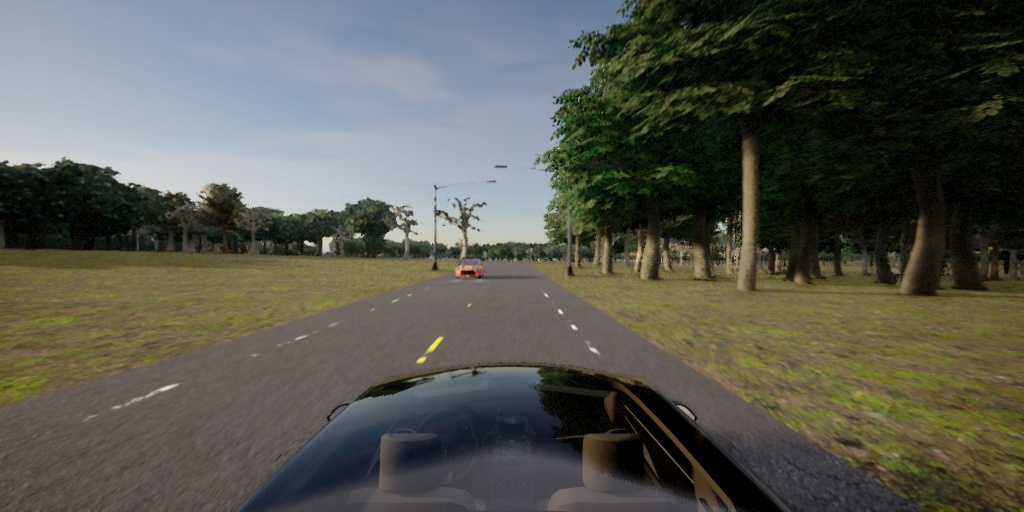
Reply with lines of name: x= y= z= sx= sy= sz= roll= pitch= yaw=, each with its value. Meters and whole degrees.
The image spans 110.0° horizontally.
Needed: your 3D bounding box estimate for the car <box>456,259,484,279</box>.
car: x=-3.585 y=1.037 z=31.229 sx=2.097 sy=1.767 sz=4.553 roll=0 pitch=1 yaw=0
